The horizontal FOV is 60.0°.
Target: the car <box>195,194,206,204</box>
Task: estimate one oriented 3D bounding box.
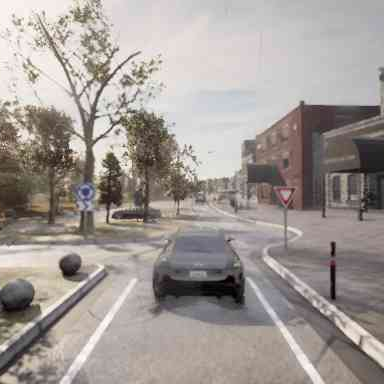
[{"bbox_3d":[1.723,1.749,71.045,1.837,1.490,4.892,0,0,3],"label":"car"}]

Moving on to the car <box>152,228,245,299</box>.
[{"bbox_3d":[0.189,1.615,8.585,1.994,1.385,4.181,0,-1,2],"label":"car"}]

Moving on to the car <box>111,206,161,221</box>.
[{"bbox_3d":[-5.459,2.078,32.473,4.902,1.511,2.128,0,-2,9],"label":"car"}]
